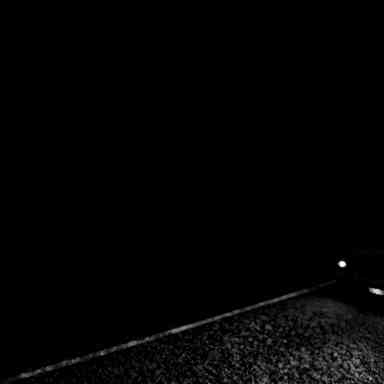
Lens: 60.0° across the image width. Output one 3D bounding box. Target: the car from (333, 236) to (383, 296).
[{"bbox_3d":[5.307,1.598,7.754,4.718,1.301,1.895,0,0,-38],"label":"car"}]
